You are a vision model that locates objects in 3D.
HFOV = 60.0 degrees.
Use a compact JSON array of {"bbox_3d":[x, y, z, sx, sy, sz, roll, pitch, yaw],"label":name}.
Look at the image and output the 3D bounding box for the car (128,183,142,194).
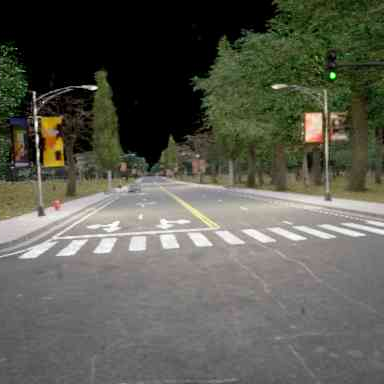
[{"bbox_3d":[-8.843,-0.534,51.436,1.837,1.490,4.892,-3,3,-7],"label":"car"}]
